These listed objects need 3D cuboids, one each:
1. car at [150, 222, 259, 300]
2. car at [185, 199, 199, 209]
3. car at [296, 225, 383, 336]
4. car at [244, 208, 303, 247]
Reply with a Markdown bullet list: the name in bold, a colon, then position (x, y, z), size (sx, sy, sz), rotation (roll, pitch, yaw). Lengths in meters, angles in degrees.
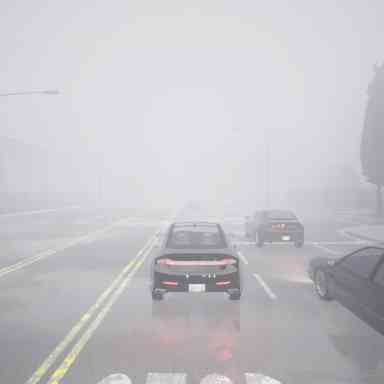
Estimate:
- **car**: position (0.082, 1.492, 8.345), size (2.128, 1.511, 4.902), rotation (0, 0, 0)
- **car**: position (0.002, 1.601, 44.151), size (1.895, 1.301, 4.718), rotation (0, 0, 0)
- **car**: position (3.588, 1.547, 5.300), size (2.033, 1.411, 5.357), rotation (0, 0, 0)
- **car**: position (3.565, 1.505, 15.046), size (1.837, 1.490, 4.892), rotation (0, 0, 0)
